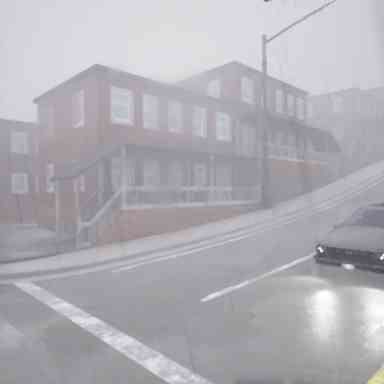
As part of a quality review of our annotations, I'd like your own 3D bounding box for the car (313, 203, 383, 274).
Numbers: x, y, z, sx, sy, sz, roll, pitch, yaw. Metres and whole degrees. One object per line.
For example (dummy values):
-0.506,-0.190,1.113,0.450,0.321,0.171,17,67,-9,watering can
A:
5.422,1.065,9.314,5.357,1.411,2.033,-7,4,-43,car
